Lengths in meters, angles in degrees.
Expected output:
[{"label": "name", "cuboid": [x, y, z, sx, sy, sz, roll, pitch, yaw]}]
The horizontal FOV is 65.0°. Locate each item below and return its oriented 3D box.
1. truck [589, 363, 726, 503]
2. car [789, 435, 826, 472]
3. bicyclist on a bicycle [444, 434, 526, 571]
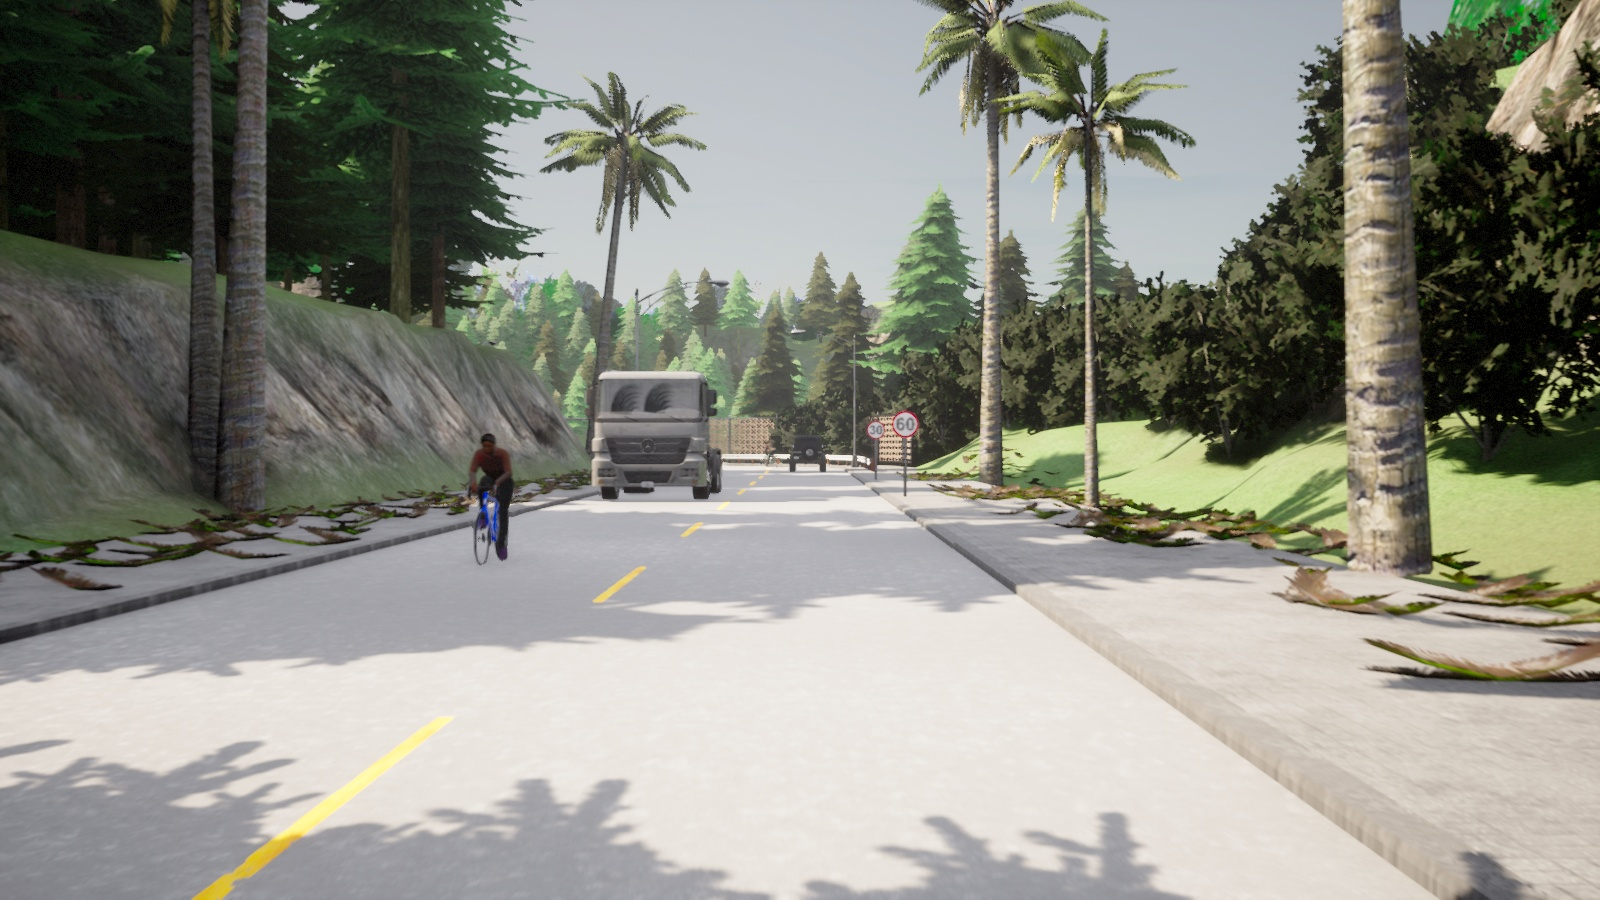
[{"label": "truck", "cuboid": [-3.775, -0.436, 35.112, 2.891, 3.462, 7.936, 0, 0, 0]}, {"label": "car", "cuboid": [0.405, 0.171, 65.875, 1.905, 1.878, 3.866, 0, 0, 0]}, {"label": "bicyclist on a bicycle", "cuboid": [-3.893, 0.608, 15.628, 0.582, 1.620, 1.656, 0, 1, 0]}]
